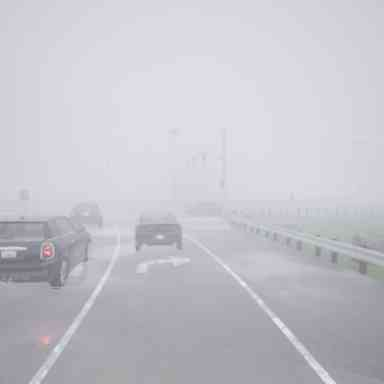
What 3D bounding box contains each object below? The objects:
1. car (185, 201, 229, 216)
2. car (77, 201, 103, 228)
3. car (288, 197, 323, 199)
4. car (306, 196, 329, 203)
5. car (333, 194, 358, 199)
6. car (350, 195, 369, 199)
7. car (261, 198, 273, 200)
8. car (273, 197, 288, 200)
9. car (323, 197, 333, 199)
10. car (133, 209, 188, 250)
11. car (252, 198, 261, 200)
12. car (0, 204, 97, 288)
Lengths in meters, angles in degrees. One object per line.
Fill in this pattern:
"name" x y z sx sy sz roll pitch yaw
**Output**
"car" 1.567 1.652 34.548 4.792 1.488 2.163 0 0 -28
"car" -7.277 1.485 23.061 2.097 1.767 4.553 0 0 -16
"car" 21.830 1.748 64.120 5.357 1.411 2.033 0 0 -19
"car" 29.728 1.780 78.780 5.357 1.411 2.033 0 0 -25
"car" 34.575 1.424 73.488 5.566 2.045 2.150 0 0 -29
"car" 36.298 1.775 70.437 4.718 1.301 1.895 0 0 -29
"car" 17.642 1.771 70.096 4.674 1.442 1.812 0 0 -19
"car" 19.731 1.765 67.108 5.357 1.411 2.033 0 0 -19
"car" 31.841 1.760 75.936 5.357 1.411 2.033 0 0 -29
"car" -1.599 1.550 14.896 1.882 1.535 5.008 0 0 -10
"car" 15.449 1.863 73.047 4.718 1.301 1.895 0 0 -19
"car" -4.286 1.411 9.501 2.097 1.767 4.553 0 0 -6
